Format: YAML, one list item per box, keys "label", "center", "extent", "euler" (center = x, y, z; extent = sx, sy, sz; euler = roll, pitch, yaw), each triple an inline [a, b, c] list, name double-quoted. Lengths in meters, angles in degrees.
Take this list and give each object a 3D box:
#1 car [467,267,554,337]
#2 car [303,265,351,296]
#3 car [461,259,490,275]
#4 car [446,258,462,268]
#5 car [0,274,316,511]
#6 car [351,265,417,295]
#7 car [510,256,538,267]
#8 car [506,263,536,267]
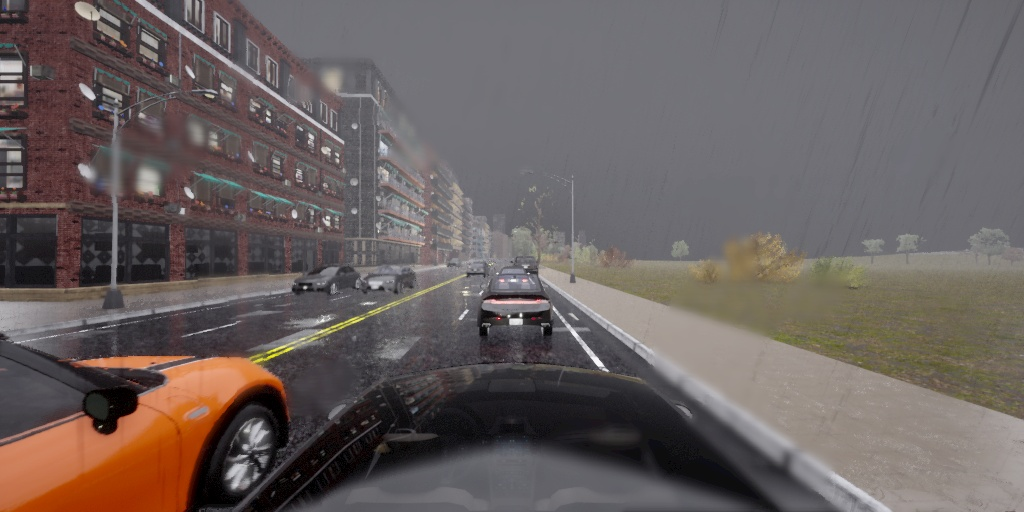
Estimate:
- label: "car"
  center: [0.082, 1.243, 10.354]
  extent: [2.128, 1.511, 4.902]
  euler: [0, 0, 0]
- label: "car"
  center: [-9.890, 1.258, 19.550]
  extent: [1.837, 1.490, 4.892]
  euler: [0, 0, 0]
- label: "car"
  center: [-3.226, 1.302, 34.690]
  extent: [2.033, 1.411, 5.357]
  euler: [0, 0, 2]
- label: "car"
  center: [-9.953, 1.104, 61.824]
  extent: [2.097, 1.767, 4.553]
  euler: [0, 0, 0]
- label: "car"
  center: [-3.150, 1.102, 1.517]
  extent: [2.097, 1.767, 4.553]
  euler: [0, 0, 0]
- label: "car"
  center: [-6.641, 1.244, 19.828]
  extent: [2.128, 1.511, 4.902]
  euler: [0, 0, 0]
- label: "car"
  center: [1.073, 0.979, 31.007]
  extent: [2.150, 2.045, 5.566]
  euler: [0, 0, 0]
- label: "car"
  center: [0.062, 1.301, 20.794]
  extent: [2.033, 1.411, 5.357]
  euler: [0, 0, 0]
